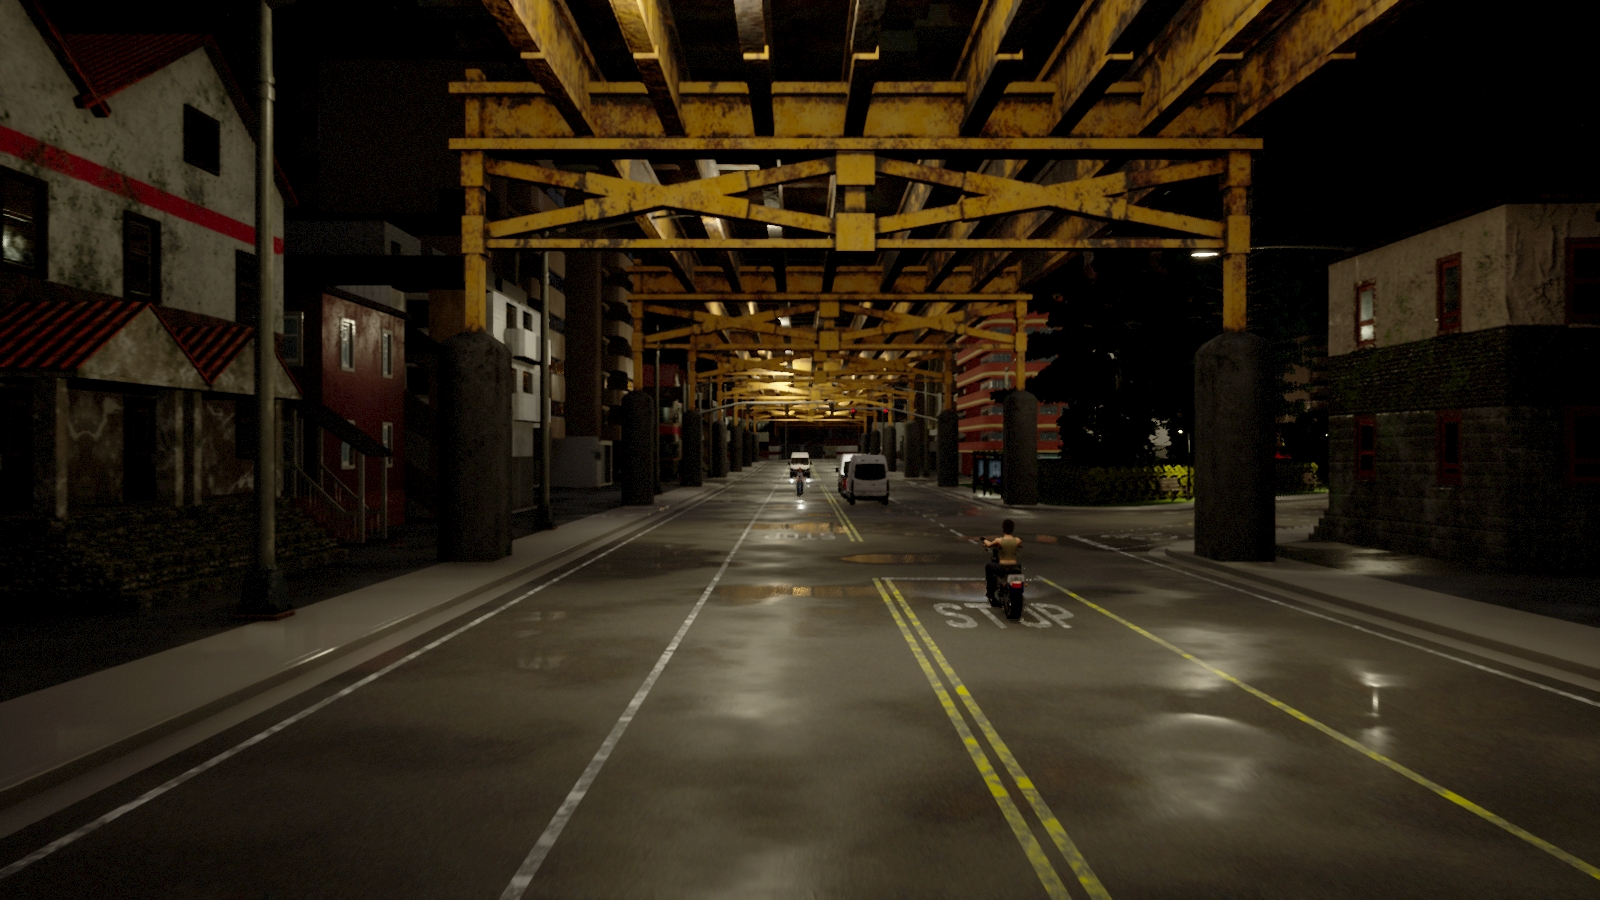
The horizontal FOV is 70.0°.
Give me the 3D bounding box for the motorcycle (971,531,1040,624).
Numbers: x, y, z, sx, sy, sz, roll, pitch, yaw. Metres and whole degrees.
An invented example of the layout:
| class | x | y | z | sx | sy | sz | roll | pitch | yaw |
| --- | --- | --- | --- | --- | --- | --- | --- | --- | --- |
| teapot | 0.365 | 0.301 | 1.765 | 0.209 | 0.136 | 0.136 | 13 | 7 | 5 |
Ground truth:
| class | x | y | z | sx | sy | sz | roll | pitch | yaw |
| --- | --- | --- | --- | --- | --- | --- | --- | --- | --- |
| motorcycle | 3.492 | 2.139 | 19.588 | 0.764 | 1.332 | 2.356 | 0 | 0 | 0 |
